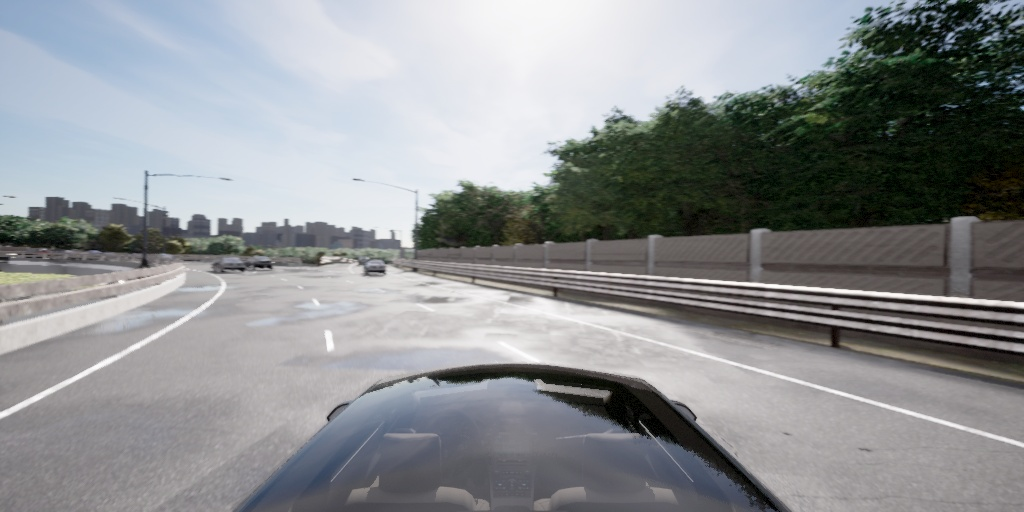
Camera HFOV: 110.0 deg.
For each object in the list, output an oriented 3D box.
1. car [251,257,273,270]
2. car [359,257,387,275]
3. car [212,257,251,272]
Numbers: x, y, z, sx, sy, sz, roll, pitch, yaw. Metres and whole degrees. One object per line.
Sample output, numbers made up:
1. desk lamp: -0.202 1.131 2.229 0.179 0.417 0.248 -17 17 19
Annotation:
1. car: -28.401 0.804 40.116 4.892 1.490 1.837 1 -1 40
2. car: -13.783 1.124 35.993 2.033 1.411 5.357 1 0 -27
3. car: -27.851 0.842 35.222 5.357 1.411 2.033 1 0 40
